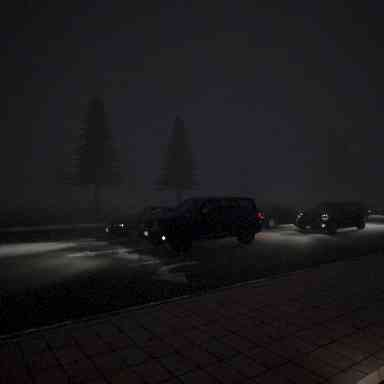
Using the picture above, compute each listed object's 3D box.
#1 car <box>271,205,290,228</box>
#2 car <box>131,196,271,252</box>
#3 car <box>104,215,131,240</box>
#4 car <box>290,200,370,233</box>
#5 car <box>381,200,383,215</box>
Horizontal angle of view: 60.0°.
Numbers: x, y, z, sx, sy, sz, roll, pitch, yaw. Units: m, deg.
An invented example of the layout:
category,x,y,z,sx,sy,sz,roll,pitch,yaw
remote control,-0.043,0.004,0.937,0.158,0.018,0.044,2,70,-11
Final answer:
category,x,y,z,sx,sy,sz,roll,pitch,yaw
car,5.350,1.564,21.921,4.181,1.385,1.994,0,0,-36
car,0.538,1.221,14.195,5.566,2.045,2.150,0,0,-34
car,-1.911,1.492,16.740,4.902,1.511,2.128,0,0,-35
car,8.252,1.352,19.685,4.553,1.767,2.097,0,0,-35
car,20.780,1.505,32.822,4.892,1.490,1.837,0,0,-35
